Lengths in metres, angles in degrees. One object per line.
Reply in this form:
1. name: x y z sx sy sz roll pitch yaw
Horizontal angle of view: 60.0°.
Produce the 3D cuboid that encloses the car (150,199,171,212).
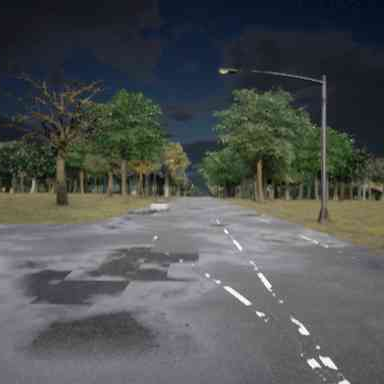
1. car: -3.348 1.460 35.607 1.895 1.301 4.718 0 0 0
